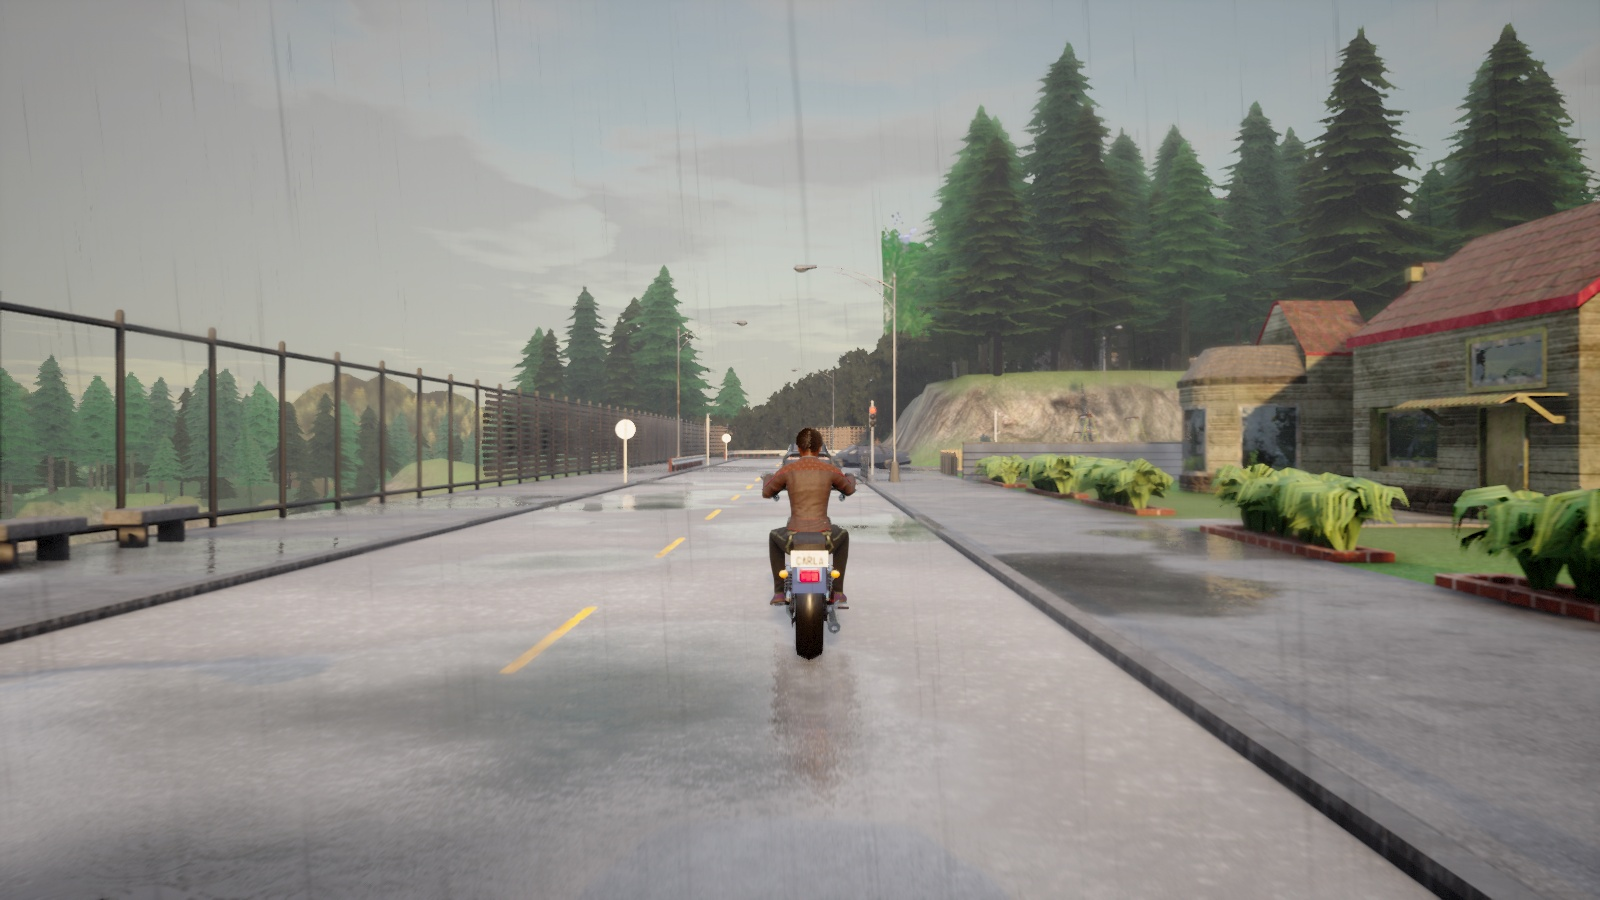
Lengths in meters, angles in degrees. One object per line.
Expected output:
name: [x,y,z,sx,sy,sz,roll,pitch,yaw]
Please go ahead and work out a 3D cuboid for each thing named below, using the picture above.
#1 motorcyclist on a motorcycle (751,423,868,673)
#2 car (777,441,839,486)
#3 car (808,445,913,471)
motorcyclist on a motorcycle: [0.069,0.644,9.472,0.766,1.649,2.350,0,0,0]
car: [0.283,0.448,45.190,2.128,1.511,4.902,0,0,0]
car: [3.299,0.411,68.470,5.357,1.411,2.033,0,0,-14]
